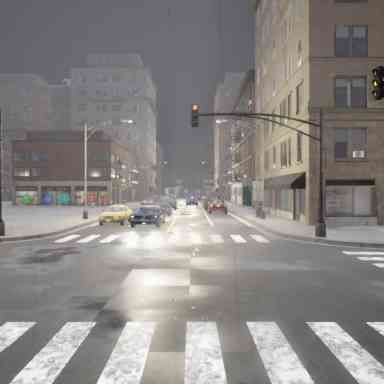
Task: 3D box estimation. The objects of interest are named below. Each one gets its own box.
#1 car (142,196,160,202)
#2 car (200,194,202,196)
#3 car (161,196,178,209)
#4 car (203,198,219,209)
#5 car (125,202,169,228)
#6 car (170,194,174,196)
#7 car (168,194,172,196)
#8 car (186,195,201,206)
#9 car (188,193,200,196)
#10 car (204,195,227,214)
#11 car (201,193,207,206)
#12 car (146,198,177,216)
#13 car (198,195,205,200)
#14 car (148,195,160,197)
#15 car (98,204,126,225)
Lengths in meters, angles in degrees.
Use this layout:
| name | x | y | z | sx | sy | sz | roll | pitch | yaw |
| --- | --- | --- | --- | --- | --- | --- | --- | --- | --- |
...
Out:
| name | x | y | z | sx | sy | sz | roll | pitch | yaw |
| --- | --- | --- | --- | --- | --- | --- | --- | --- | --- |
| car | -5.390 | 1.553 | 40.984 | 2.008 | 1.369 | 4.403 | 0 | 0 | 0 |
| car | 2.633 | 1.555 | 69.294 | 2.008 | 1.369 | 4.403 | 0 | 0 | 0 |
| car | -2.844 | 1.528 | 42.098 | 1.812 | 1.442 | 4.674 | 0 | 0 | 0 |
| car | 2.635 | 1.568 | 46.647 | 1.947 | 1.339 | 4.313 | 0 | 0 | 0 |
| car | -2.883 | 1.601 | 22.520 | 1.895 | 1.301 | 4.718 | 0 | 0 | 1 |
| car | -5.392 | 1.530 | 69.124 | 1.752 | 1.417 | 4.829 | 0 | 0 | 0 |
| car | -5.391 | 1.586 | 63.632 | 1.802 | 1.307 | 4.206 | 0 | 0 | 0 |
| car | -0.003 | 1.604 | 53.814 | 1.895 | 1.301 | 4.718 | 0 | 0 | 0 |
| car | -0.004 | 1.225 | 64.116 | 2.150 | 2.045 | 5.566 | 0 | 0 | 0 |
| car | 2.635 | 1.441 | 35.322 | 1.967 | 1.590 | 4.097 | 0 | 0 | 0 |
| car | 2.635 | 1.317 | 40.985 | 2.192 | 1.841 | 5.009 | 0 | 0 | 0 |
| car | -2.857 | 1.548 | 32.257 | 2.033 | 1.411 | 5.357 | 0 | 0 | 0 |
| car | 2.632 | 1.575 | 91.942 | 1.947 | 1.339 | 4.313 | 0 | 0 | 0 |
| car | -5.390 | 1.317 | 46.647 | 2.192 | 1.841 | 5.009 | 0 | 0 | 0 |
| car | -5.389 | 1.526 | 23.829 | 1.752 | 1.417 | 4.829 | 0 | 0 | 0 |
